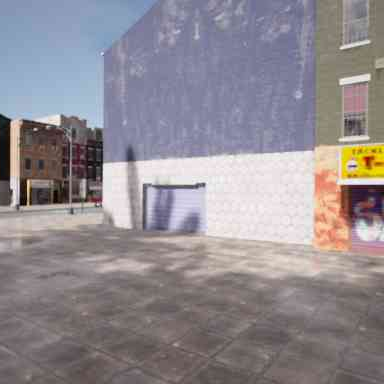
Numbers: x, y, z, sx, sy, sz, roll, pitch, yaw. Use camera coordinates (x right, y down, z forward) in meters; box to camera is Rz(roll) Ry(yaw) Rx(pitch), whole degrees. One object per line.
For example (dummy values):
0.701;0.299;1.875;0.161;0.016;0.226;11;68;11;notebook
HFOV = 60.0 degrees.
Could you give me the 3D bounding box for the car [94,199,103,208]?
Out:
-9.359;1.183;38.833;1.994;1.385;4.181;1;1;36;car
